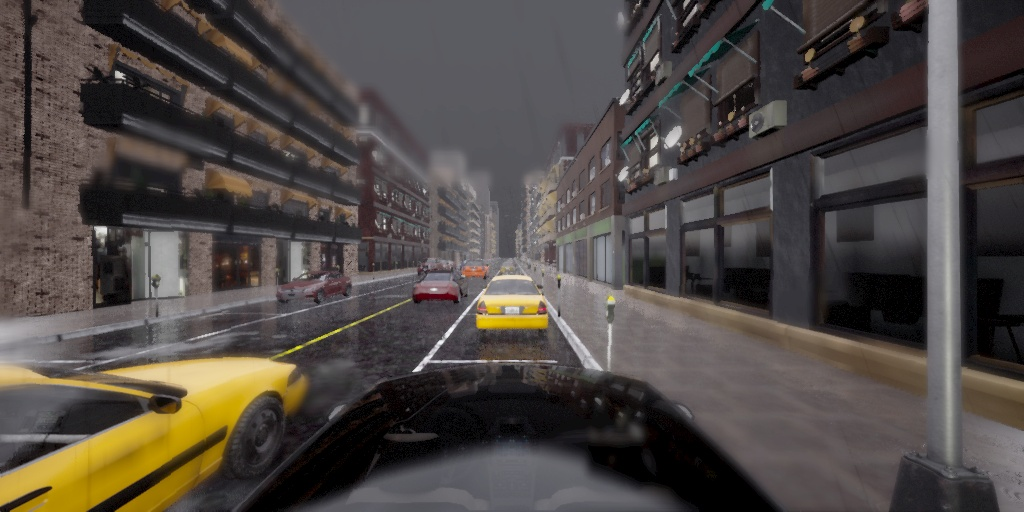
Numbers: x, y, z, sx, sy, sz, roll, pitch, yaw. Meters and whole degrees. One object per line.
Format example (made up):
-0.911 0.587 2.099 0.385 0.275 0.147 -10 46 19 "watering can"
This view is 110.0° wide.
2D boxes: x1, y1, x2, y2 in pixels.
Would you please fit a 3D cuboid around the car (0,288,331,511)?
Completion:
-3.145 1.206 1.693 1.801 1.575 5.366 0 0 0 "car"

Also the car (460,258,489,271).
-3.145 1.117 31.434 2.097 1.767 4.553 0 0 0 "car"

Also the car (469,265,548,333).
0.005 1.207 10.689 1.801 1.575 5.366 0 0 0 "car"

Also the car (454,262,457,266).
-8.837 1.292 50.280 1.888 1.381 4.507 0 0 0 "car"

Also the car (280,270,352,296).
-8.837 1.332 16.462 1.802 1.307 4.207 0 0 0 "car"

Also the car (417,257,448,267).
-8.837 1.063 39.007 2.192 1.841 5.009 0 0 0 "car"

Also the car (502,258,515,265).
-0.456 1.274 39.173 1.751 1.417 4.829 0 0 0 "car"

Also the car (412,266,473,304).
-3.145 1.323 16.464 1.994 1.385 4.181 0 0 0 "car"

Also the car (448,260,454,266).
-8.837 1.188 44.643 1.967 1.591 4.097 0 0 0 "car"
